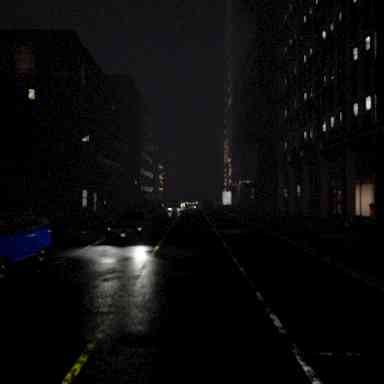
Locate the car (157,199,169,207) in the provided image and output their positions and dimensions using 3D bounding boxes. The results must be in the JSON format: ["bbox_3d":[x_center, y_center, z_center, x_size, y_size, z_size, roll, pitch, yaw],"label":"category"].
[{"bbox_3d":[-5.679,2.196,66.348,2.008,1.369,4.403,0,-1,0],"label":"car"}]

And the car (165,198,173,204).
[{"bbox_3d":[-5.676,2.343,83.124,1.752,1.417,4.829,0,-1,0],"label":"car"}]

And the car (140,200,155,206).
[{"bbox_3d":[-5.684,1.945,38.107,1.802,1.307,4.206,0,-1,0],"label":"car"}]

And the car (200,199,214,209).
[{"bbox_3d":[2.700,2.059,55.221,1.752,1.417,4.829,0,-1,0],"label":"car"}]

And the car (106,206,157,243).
[{"bbox_3d":[-3.097,1.688,17.275,1.812,1.442,4.674,0,-1,0],"label":"car"}]

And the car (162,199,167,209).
[{"bbox_3d":[-5.681,1.972,55.054,1.967,1.590,4.097,0,-1,0],"label":"car"}]

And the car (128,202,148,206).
[{"bbox_3d":[-5.685,1.889,32.458,1.802,1.307,4.206,0,-1,0],"label":"car"}]

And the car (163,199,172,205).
[{"bbox_3d":[-5.677,2.327,77.645,1.947,1.339,4.313,0,-1,0],"label":"car"}]

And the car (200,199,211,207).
[{"bbox_3d":[2.701,2.196,66.347,2.008,1.369,4.403,0,-1,0],"label":"car"}]

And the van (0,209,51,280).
[{"bbox_3d":[-5.689,1.434,9.868,1.690,1.788,3.998,0,-1,0],"label":"van"}]

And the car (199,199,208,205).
[{"bbox_3d":[2.704,2.327,77.643,1.947,1.339,4.313,0,-1,0],"label":"car"}]

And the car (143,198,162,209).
[{"bbox_3d":[-5.683,1.735,43.758,2.192,1.841,5.009,0,-1,0],"label":"car"}]

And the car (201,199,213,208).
[{"bbox_3d":[2.701,2.029,60.699,1.967,1.590,4.097,0,-1,0],"label":"car"}]

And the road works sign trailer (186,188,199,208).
[{"bbox_3d":[0.011,1.055,60.869,2.380,3.560,2.880,0,-1,0],"label":"road works sign trailer"}]

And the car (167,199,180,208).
[{"bbox_3d":[-3.044,2.090,58.297,1.812,1.442,4.674,0,-1,0],"label":"car"}]
